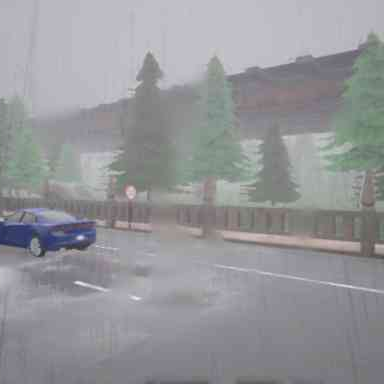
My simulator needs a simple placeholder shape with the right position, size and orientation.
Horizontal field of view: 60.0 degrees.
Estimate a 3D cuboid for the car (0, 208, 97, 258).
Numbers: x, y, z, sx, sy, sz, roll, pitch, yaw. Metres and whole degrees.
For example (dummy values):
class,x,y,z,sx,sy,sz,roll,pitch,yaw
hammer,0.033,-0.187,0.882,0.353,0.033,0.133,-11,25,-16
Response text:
class,x,y,z,sx,sy,sz,roll,pitch,yaw
car,-5.636,1.316,12.183,5.008,1.535,1.882,1,1,35
